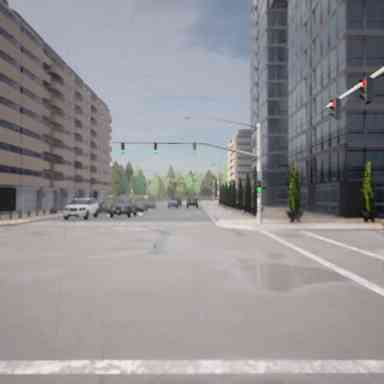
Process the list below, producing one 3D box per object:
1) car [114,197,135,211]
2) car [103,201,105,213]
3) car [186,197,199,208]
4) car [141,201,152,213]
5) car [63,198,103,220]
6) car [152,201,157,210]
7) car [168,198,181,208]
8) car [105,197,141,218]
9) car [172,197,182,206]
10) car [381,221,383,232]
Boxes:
[{"bbox_3d":[-10.732,1.871,53.187,2.150,2.045,5.566,0,-1,1],"label":"car"},{"bbox_3d":[-10.864,1.878,42.985,2.097,1.767,4.553,0,-1,1],"label":"car"},{"bbox_3d":[0.067,1.979,62.026,2.150,2.045,5.566,0,-1,1],"label":"car"},{"bbox_3d":[-7.321,2.117,46.557,2.033,1.411,5.357,0,-1,1],"label":"car"},{"bbox_3d":[-10.925,1.627,33.143,2.150,2.045,5.566,0,-1,-1],"label":"car"},{"bbox_3d":[-7.182,2.255,56.576,1.994,1.385,4.181,0,-1,1],"label":"car"},{"bbox_3d":[-3.441,2.277,61.532,1.812,1.442,4.674,0,-1,1],"label":"car"},{"bbox_3d":[-7.416,1.666,36.317,2.150,2.045,5.566,0,-1,1],"label":"car"},{"bbox_3d":[-3.397,2.115,72.892,2.150,2.045,5.566,0,-1,1],"label":"car"},{"bbox_3d":[13.581,1.644,19.302,4.553,1.767,2.097,0,-1,0],"label":"car"}]
